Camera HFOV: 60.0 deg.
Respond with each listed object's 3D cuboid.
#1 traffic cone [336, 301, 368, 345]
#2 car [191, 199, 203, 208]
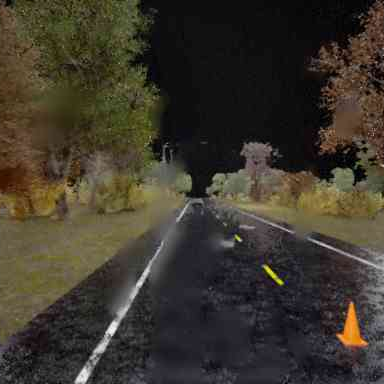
[{"bbox_3d":[2.455,1.984,5.118,0.340,0.580,0.340,0,0,0],"label":"traffic cone"},{"bbox_3d":[0.828,1.750,51.951,1.895,1.301,4.718,0,0,0],"label":"car"}]
